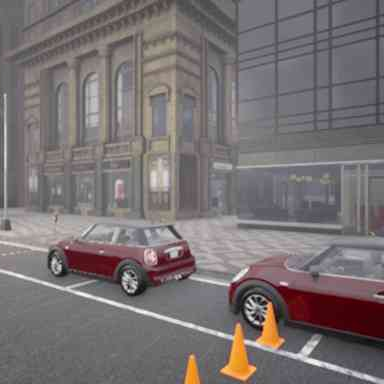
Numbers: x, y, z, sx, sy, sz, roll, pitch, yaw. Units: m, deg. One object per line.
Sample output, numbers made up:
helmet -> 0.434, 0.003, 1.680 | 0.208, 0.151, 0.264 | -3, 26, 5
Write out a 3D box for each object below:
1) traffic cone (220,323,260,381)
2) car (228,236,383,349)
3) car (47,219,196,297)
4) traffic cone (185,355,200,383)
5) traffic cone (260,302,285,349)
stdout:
traffic cone -> 0.586, 1.952, 4.177 | 0.340, 0.580, 0.340 | 0, 0, 36
car -> 2.598, 1.438, 5.357 | 4.097, 1.590, 1.967 | 0, 0, 36
car -> -1.976, 1.431, 8.653 | 4.097, 1.590, 1.967 | 0, 0, 36
traffic cone -> 0.002, 1.952, 3.365 | 0.340, 0.580, 0.340 | 0, 0, 36
traffic cone -> 1.171, 1.952, 4.988 | 0.340, 0.580, 0.340 | 0, 0, 36
